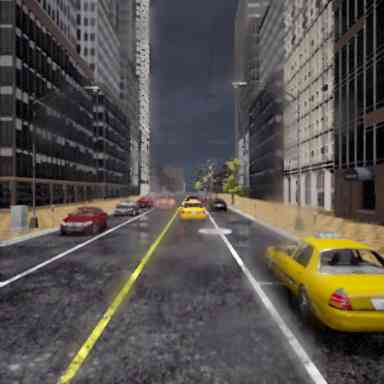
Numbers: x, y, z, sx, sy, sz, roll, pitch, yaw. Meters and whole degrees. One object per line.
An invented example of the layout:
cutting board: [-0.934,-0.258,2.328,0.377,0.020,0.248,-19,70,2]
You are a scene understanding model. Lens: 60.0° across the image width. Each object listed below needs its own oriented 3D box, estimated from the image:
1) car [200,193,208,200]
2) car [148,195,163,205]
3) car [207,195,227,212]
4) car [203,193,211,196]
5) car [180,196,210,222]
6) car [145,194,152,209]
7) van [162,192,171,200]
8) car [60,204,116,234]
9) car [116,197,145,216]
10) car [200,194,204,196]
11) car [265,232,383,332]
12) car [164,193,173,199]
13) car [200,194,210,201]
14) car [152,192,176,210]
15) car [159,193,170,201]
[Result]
car: [2.714,1.017,75.160,1.752,1.417,4.829,0,0,0]
car: [-5.673,1.237,52.240,1.802,1.307,4.206,0,0,0]
car: [2.703,1.336,35.148,1.947,1.339,4.313,0,0,0]
car: [2.710,1.055,57.913,1.967,1.590,4.097,0,0,0]
car: [0.107,1.299,24.280,1.801,1.575,5.366,0,0,0]
car: [-5.676,1.277,40.855,1.887,1.381,4.507,0,0,0]
van: [-5.665,0.835,75.006,1.690,1.788,3.998,0,0,0]
car: [-5.682,1.466,18.085,1.802,1.307,4.206,0,0,0]
car: [-5.680,1.360,29.471,2.008,1.369,4.403,0,0,0]
car: [0.111,1.209,40.967,1.882,1.535,5.008,0,1,0]
car: [2.695,1.481,6.857,1.752,1.417,4.829,0,0,0]
car: [-5.665,1.019,80.700,1.947,1.339,4.313,0,0,0]
car: [2.712,1.116,69.298,1.802,1.307,4.206,0,0,0]
car: [-3.013,1.103,38.032,2.097,1.767,4.553,0,1,1]
car: [-5.668,0.974,69.314,1.967,1.590,4.097,0,0,0]
